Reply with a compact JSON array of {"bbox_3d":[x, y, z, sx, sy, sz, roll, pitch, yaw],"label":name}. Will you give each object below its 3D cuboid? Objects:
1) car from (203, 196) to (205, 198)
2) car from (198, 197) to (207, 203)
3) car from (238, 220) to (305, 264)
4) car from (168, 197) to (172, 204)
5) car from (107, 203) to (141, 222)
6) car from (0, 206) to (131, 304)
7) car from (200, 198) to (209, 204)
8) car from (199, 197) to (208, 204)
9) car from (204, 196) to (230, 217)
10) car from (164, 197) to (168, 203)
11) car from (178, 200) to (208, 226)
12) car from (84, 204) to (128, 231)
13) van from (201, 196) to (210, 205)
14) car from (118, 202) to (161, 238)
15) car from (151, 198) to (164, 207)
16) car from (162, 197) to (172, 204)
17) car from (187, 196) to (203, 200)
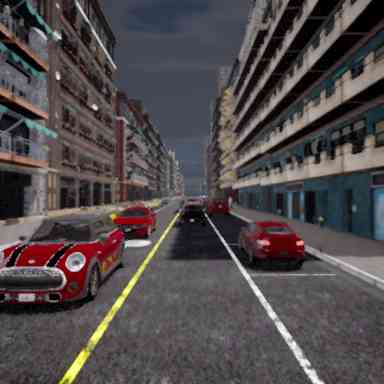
[{"bbox_3d":[2.655,1.762,61.498,1.967,1.590,4.097,1,0,0],"label":"car"},{"bbox_3d":[2.637,2.010,83.592,1.947,1.339,4.313,0,0,0],"label":"car"},{"bbox_3d":[2.690,1.643,11.787,1.802,1.307,4.206,1,0,0],"label":"car"},{"bbox_3d":[-5.735,1.933,72.552,2.008,1.369,4.403,1,0,0],"label":"car"},{"bbox_3d":[-5.703,1.697,28.365,2.008,1.369,4.403,1,0,0],"label":"car"},{"bbox_3d":[-3.099,1.395,8.483,2.097,1.767,4.553,0,0,0],"label":"car"},{"bbox_3d":[2.646,1.927,72.544,1.887,1.381,4.507,0,0,0],"label":"car"},{"bbox_3d":[2.642,1.958,78.068,1.887,1.381,4.507,0,0,0],"label":"car"},{"bbox_3d":[2.676,1.490,33.883,2.192,1.841,5.009,1,0,0],"label":"car"},{"bbox_3d":[-5.723,1.843,55.982,2.008,1.369,4.403,1,0,0],"label":"car"},{"bbox_3d":[0.021,1.634,24.647,1.837,1.490,4.892,0,0,1],"label":"car"},{"bbox_3d":[-5.699,1.642,22.672,1.752,1.417,4.829,1,0,0],"label":"car"},{"bbox_3d":[2.652,1.693,67.022,1.690,1.788,3.998,1,0,0],"label":"van"},{"bbox_3d":[-3.075,1.573,18.576,1.882,1.535,5.008,0,0,0],"label":"car"},{"bbox_3d":[-5.718,1.787,50.288,1.752,1.417,4.829,1,0,0],"label":"car"},{"bbox_3d":[-5.739,1.964,78.075,2.008,1.369,4.403,1,0,0],"label":"car"},{"bbox_3d":[0.054,1.582,44.557,2.097,1.767,4.553,0,0,0],"label":"car"}]
